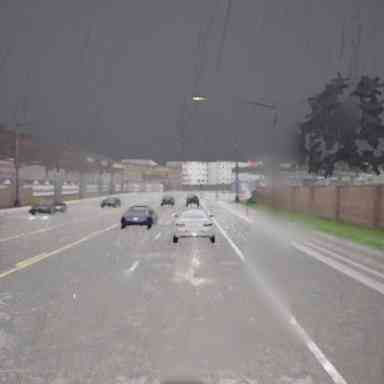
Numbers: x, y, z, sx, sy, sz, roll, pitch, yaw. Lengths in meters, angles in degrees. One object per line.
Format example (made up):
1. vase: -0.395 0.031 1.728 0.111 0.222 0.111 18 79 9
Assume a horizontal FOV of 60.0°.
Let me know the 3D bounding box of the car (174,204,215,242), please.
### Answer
1. car: 0.098 1.542 16.330 1.812 1.442 4.674 0 0 0

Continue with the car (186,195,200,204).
1. car: 0.096 1.177 47.740 1.837 1.490 4.892 0 1 0

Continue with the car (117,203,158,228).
1. car: -3.402 1.571 22.017 1.994 1.385 4.181 0 0 0

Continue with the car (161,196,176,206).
1. car: -3.404 1.222 47.558 2.033 1.411 5.357 0 1 0

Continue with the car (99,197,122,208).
1. car: -10.508 1.306 43.446 2.033 1.411 5.357 0 1 0

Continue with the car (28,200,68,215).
1. car: -14.032 1.473 32.799 2.033 1.411 5.357 0 1 0
